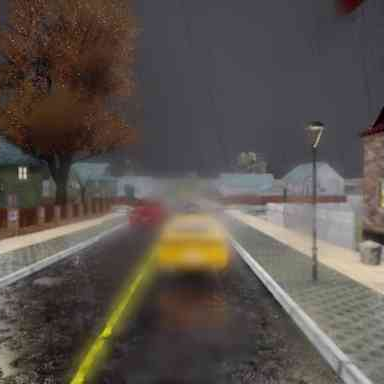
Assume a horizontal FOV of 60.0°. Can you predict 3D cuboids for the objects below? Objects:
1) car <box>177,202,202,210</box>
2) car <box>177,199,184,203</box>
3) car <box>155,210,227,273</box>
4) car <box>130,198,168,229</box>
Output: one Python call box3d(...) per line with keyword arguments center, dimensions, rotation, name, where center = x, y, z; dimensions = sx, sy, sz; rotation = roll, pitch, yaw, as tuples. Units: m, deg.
box3d(center=(0.031, 1.767, 25.219), dimensions=(2.033, 1.411, 5.357), rotation=(0, -1, 0), name="car")
box3d(center=(-2.871, 2.437, 83.558), dimensions=(2.033, 1.411, 5.357), rotation=(0, -1, 0), name="car")
box3d(center=(0.056, 1.568, 11.066), dimensions=(1.882, 1.535, 5.008), rotation=(0, 0, 0), name="car")
box3d(center=(-2.865, 1.423, 23.474), dimensions=(2.150, 2.045, 5.566), rotation=(0, 0, 0), name="car")
